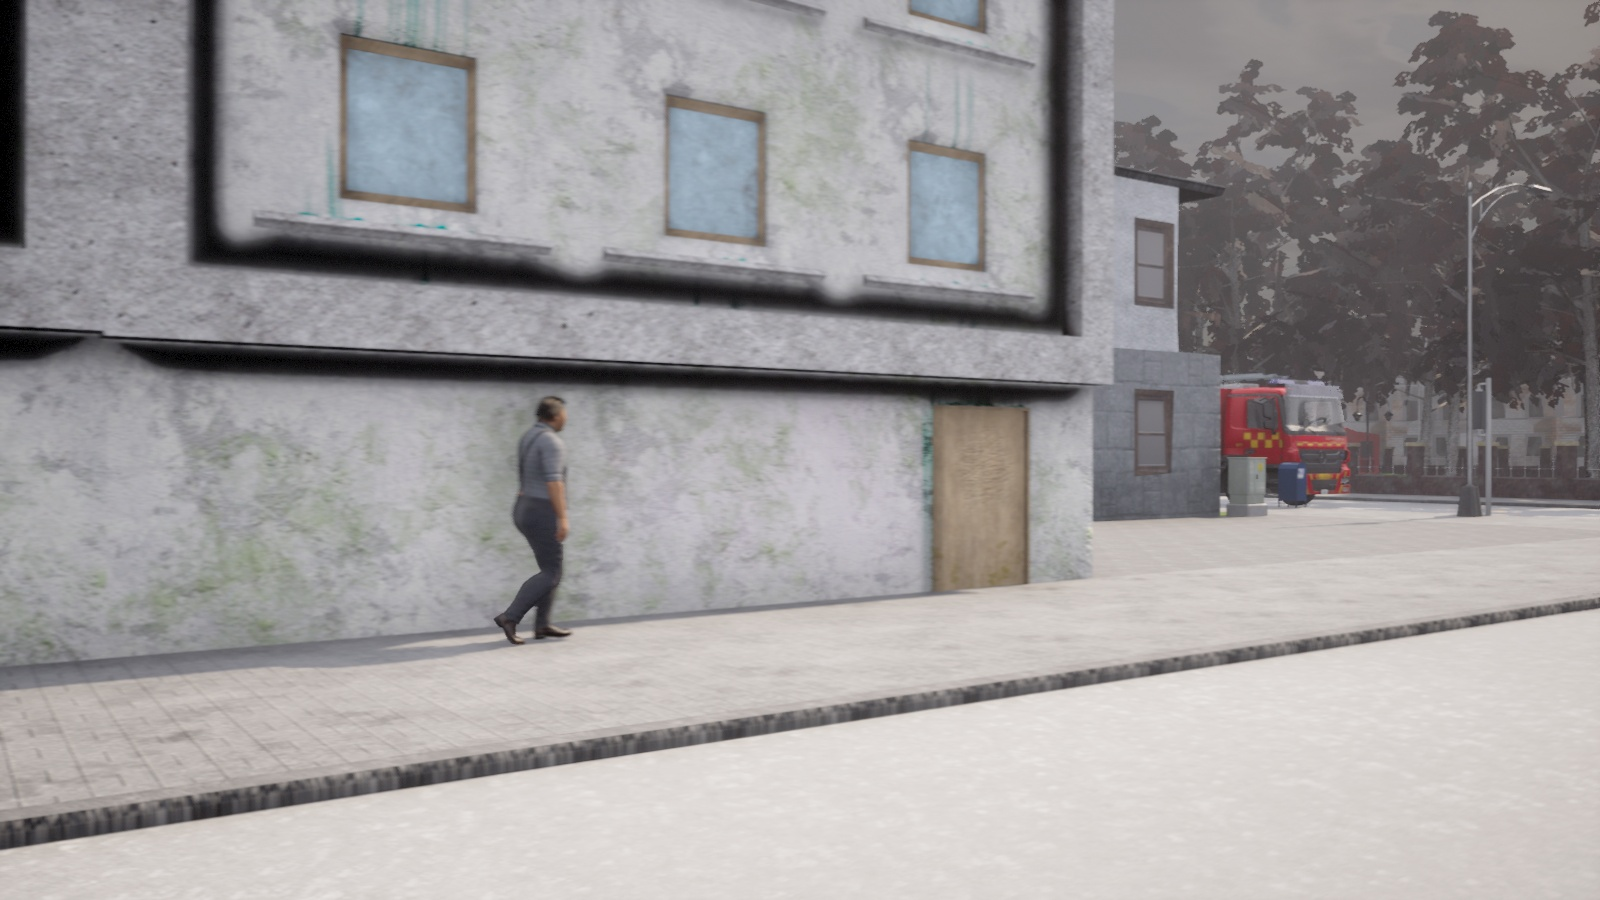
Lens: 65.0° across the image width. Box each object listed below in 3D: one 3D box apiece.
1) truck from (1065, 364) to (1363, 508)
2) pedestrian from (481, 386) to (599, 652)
[{"bbox_3d":[12.084,-0.353,37.618,2.891,3.827,8.468,0,0,-34],"label":"truck"},{"bbox_3d":[-1.896,0.481,9.165,0.694,1.848,0.540,0,0,-33],"label":"pedestrian"}]
